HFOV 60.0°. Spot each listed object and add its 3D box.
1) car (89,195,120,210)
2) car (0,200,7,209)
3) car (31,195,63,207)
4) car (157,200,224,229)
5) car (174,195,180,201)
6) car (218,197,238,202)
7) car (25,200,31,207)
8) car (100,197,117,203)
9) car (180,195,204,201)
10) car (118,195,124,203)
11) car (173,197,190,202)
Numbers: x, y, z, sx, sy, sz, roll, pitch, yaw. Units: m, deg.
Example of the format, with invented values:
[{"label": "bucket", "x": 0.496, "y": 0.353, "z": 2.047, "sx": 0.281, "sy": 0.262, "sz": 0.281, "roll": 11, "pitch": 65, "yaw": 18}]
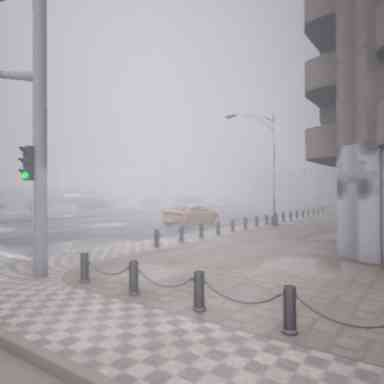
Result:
[{"label": "car", "x": -14.437, "y": 1.735, "z": 54.857, "sx": 1.970, "sy": 1.475, "sz": 3.806, "roll": 0, "pitch": 0, "yaw": 36}, {"label": "car", "x": -27.984, "y": 1.772, "z": 46.036, "sx": 1.970, "sy": 1.475, "sz": 3.806, "roll": 0, "pitch": 0, "yaw": 36}, {"label": "car", "x": -28.157, "y": 1.602, "z": 64.723, "sx": 1.932, "sy": 1.855, "sz": 4.605, "roll": 0, "pitch": 0, "yaw": 36}, {"label": "car", "x": -0.010, "y": 1.611, "z": 23.228, "sx": 1.882, "sy": 1.535, "sz": 5.008, "roll": 0, "pitch": 0, "yaw": 36}, {"label": "car", "x": -1.977, "y": 1.479, "z": 67.393, "sx": 1.905, "sy": 1.878, "sz": 3.866, "roll": 0, "pitch": 0, "yaw": 36}, {"label": "car", "x": 9.255, "y": 1.875, "z": 85.616, "sx": 5.357, "sy": 1.411, "sz": 2.033, "roll": 0, "pitch": 0, "yaw": 37}, {"label": "car", "x": -30.460, "y": 1.832, "z": 66.477, "sx": 1.784, "sy": 1.438, "sz": 3.905, "roll": 0, "pitch": 0, "yaw": 36}, {"label": "car", "x": -20.203, "y": 1.864, "z": 80.615, "sx": 1.970, "sy": 1.475, "sz": 3.806, "roll": 0, "pitch": 0, "yaw": 36}, {"label": "car", "x": 0.332, "y": 1.458, "z": 65.647, "sx": 1.932, "sy": 1.855, "sz": 4.605, "roll": 0, "pitch": 0, "yaw": 36}, {"label": "car", "x": -17.869, "y": 1.606, "z": 78.904, "sx": 1.905, "sy": 1.878, "sz": 3.866, "roll": 0, "pitch": 0, "yaw": 36}, {"label": "car", "x": -2.976, "y": 2.029, "z": 94.992, "sx": 4.718, "sy": 1.301, "sz": 1.895, "roll": 0, "pitch": 0, "yaw": 37}]
